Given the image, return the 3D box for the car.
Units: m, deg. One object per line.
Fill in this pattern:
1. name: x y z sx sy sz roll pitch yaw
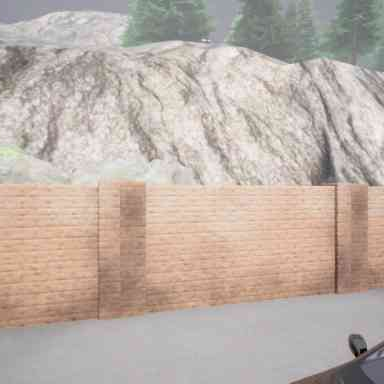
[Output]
1. car: 2.235 1.492 1.870 4.902 1.511 2.128 0 0 -18
